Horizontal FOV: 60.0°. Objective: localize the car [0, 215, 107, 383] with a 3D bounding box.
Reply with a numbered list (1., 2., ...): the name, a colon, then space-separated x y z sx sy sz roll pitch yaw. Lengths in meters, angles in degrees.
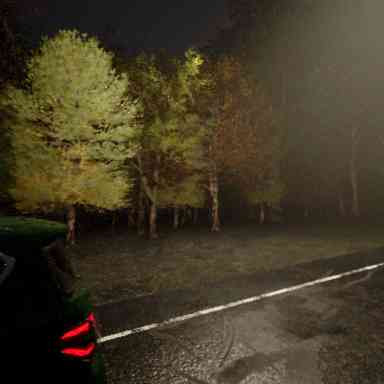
1. car: -3.262 1.229 1.667 5.566 2.045 2.150 0 0 -35
